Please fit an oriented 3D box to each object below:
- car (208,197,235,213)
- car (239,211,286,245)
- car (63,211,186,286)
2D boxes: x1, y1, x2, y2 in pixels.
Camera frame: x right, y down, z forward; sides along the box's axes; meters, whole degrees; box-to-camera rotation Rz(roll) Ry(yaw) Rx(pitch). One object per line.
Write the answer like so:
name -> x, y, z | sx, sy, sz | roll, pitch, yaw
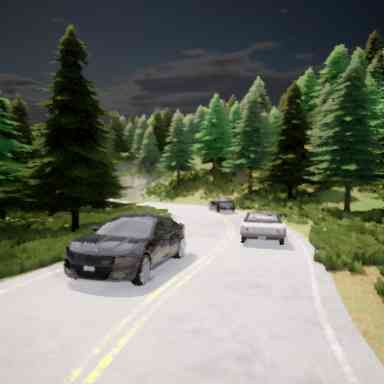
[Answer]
car -> 2.947, 1.269, 33.994 | 2.128, 1.511, 4.902 | -1, 1, -11
car -> 3.289, 1.566, 15.692 | 1.895, 1.301, 4.718 | 2, 1, 11
car -> -1.563, 1.357, 9.457 | 1.882, 1.535, 5.008 | 2, 0, 14
